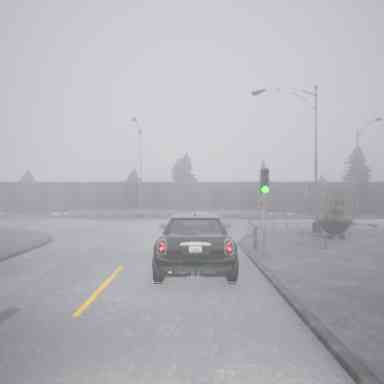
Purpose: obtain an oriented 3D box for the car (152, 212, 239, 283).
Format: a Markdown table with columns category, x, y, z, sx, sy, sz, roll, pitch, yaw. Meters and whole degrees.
| category | x | y | z | sx | sy | sz | roll | pitch | yaw |
| --- | --- | --- | --- | --- | --- | --- | --- | --- | --- |
| car | 0.081 | 1.349 | 9.847 | 2.097 | 1.767 | 4.553 | 0 | 0 | 0 |
